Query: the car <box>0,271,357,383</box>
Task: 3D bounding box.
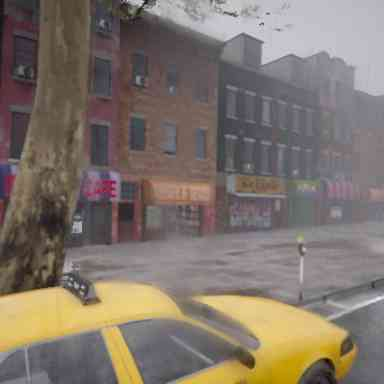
[{"bbox_3d":[-0.647,1.465,2.823,5.366,1.575,1.801,1,0,-35],"label":"car"}]
